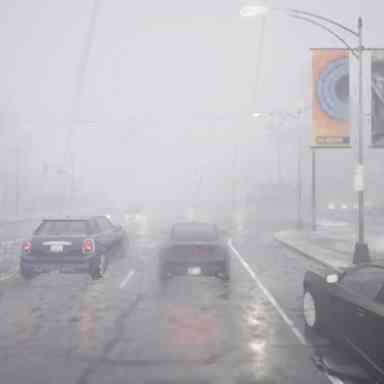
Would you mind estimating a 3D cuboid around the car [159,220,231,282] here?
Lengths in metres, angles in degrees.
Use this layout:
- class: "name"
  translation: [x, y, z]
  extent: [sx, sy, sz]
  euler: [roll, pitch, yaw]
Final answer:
- class: "car"
  translation: [0.074, 1.620, 10.149]
  extent: [1.837, 1.490, 4.892]
  euler: [0, -1, 0]

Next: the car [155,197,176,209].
- class: "car"
  translation: [-5.262, 1.901, 60.361]
  extent: [2.150, 2.045, 5.566]
  euler: [0, -1, 17]

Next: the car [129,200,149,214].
- class: "car"
  translation: [-7.087, 2.018, 41.700]
  extent: [2.033, 1.411, 5.357]
  euler: [0, -1, 1]

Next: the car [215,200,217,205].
- class: "car"
  translation: [8.877, 2.453, 82.277]
  extent: [4.902, 1.511, 2.128]
  euler: [1, -1, -40]

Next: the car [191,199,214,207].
- class: "car"
  translation: [2.278, 2.339, 68.696]
  extent: [1.994, 1.385, 4.181]
  euler: [0, -1, 29]

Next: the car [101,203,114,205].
- class: "car"
  translation: [-10.548, 2.029, 41.173]
  extent: [1.994, 1.385, 4.181]
  euler: [0, -1, 1]

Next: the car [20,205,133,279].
- class: "car"
  translation: [-3.425, 1.473, 10.578]
  extent: [2.097, 1.767, 4.553]
  euler: [0, -1, 0]

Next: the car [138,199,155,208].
- class: "car"
  translation: [-9.010, 2.024, 59.655]
  extent: [2.097, 1.767, 4.553]
  euler: [0, -1, 15]

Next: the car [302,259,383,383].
- class: "car"
  translation: [2.898, 1.526, 3.988]
  extent: [2.097, 1.535, 5.008]
  euler: [0, -1, 0]

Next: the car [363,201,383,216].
- class: "car"
  translation: [21.871, 1.784, 38.227]
  extent: [4.553, 1.767, 2.097]
  euler: [0, -1, -1]

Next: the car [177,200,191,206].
- class: "car"
  translation: [-0.642, 2.399, 71.280]
  extent: [1.895, 1.301, 4.718]
  euler: [0, -1, 30]

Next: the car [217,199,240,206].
- class: "car"
  translation: [8.254, 2.349, 71.775]
  extent: [2.033, 1.411, 5.357]
  euler: [-1, -1, 40]
